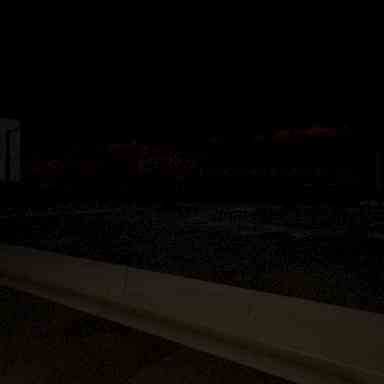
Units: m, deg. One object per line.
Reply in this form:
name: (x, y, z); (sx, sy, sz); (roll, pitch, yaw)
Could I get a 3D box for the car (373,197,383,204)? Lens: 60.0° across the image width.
car: (37.535, 1.734, 65.320); (2.038, 1.542, 4.974); (1, 1, 6)

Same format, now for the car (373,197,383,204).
car: (37.542, 1.576, 65.370); (1.853, 1.218, 4.536); (1, 1, 6)
